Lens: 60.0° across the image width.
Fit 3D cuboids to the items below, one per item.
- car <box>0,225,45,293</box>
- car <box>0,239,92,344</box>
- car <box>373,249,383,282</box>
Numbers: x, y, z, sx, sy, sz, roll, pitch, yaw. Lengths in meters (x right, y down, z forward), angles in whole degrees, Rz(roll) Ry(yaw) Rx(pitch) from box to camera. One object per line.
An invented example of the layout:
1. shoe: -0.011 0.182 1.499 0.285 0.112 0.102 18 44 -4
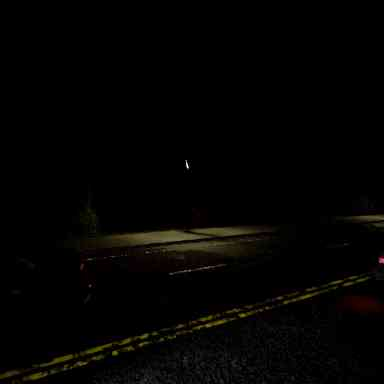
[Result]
1. car: -5.992 1.600 7.395 4.718 1.301 1.895 0 0 -35
2. car: -4.003 1.490 4.822 4.902 1.511 2.128 0 0 -36
3. car: 6.574 1.550 8.179 5.357 1.411 2.033 0 0 -35
